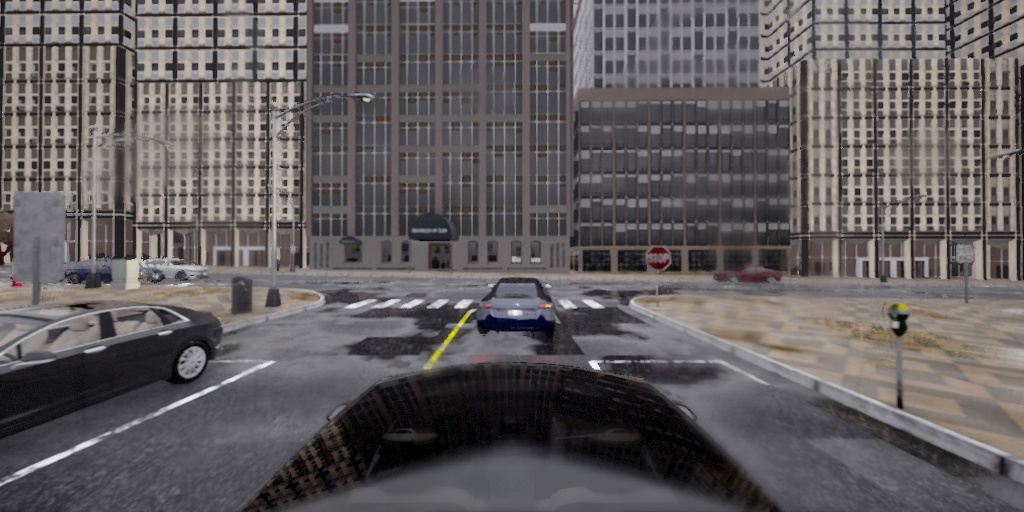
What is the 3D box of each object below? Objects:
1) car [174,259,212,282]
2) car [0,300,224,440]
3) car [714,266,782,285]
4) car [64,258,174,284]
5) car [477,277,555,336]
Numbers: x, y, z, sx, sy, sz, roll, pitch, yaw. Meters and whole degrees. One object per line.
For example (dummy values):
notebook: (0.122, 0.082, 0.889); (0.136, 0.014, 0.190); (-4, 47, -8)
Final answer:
car: (-22.511, 0.886, 23.644); (4.674, 1.442, 1.812); (1, 0, 1)
car: (-5.818, 1.297, 4.373); (2.007, 1.370, 4.403); (0, 0, 0)
car: (19.553, 1.575, 29.827); (5.008, 1.535, 1.882); (1, 0, 1)
car: (-22.573, 0.858, 20.408); (4.674, 1.442, 1.812); (1, 0, 1)
car: (0.204, 1.300, 10.418); (1.994, 1.385, 4.181); (0, 0, 4)
